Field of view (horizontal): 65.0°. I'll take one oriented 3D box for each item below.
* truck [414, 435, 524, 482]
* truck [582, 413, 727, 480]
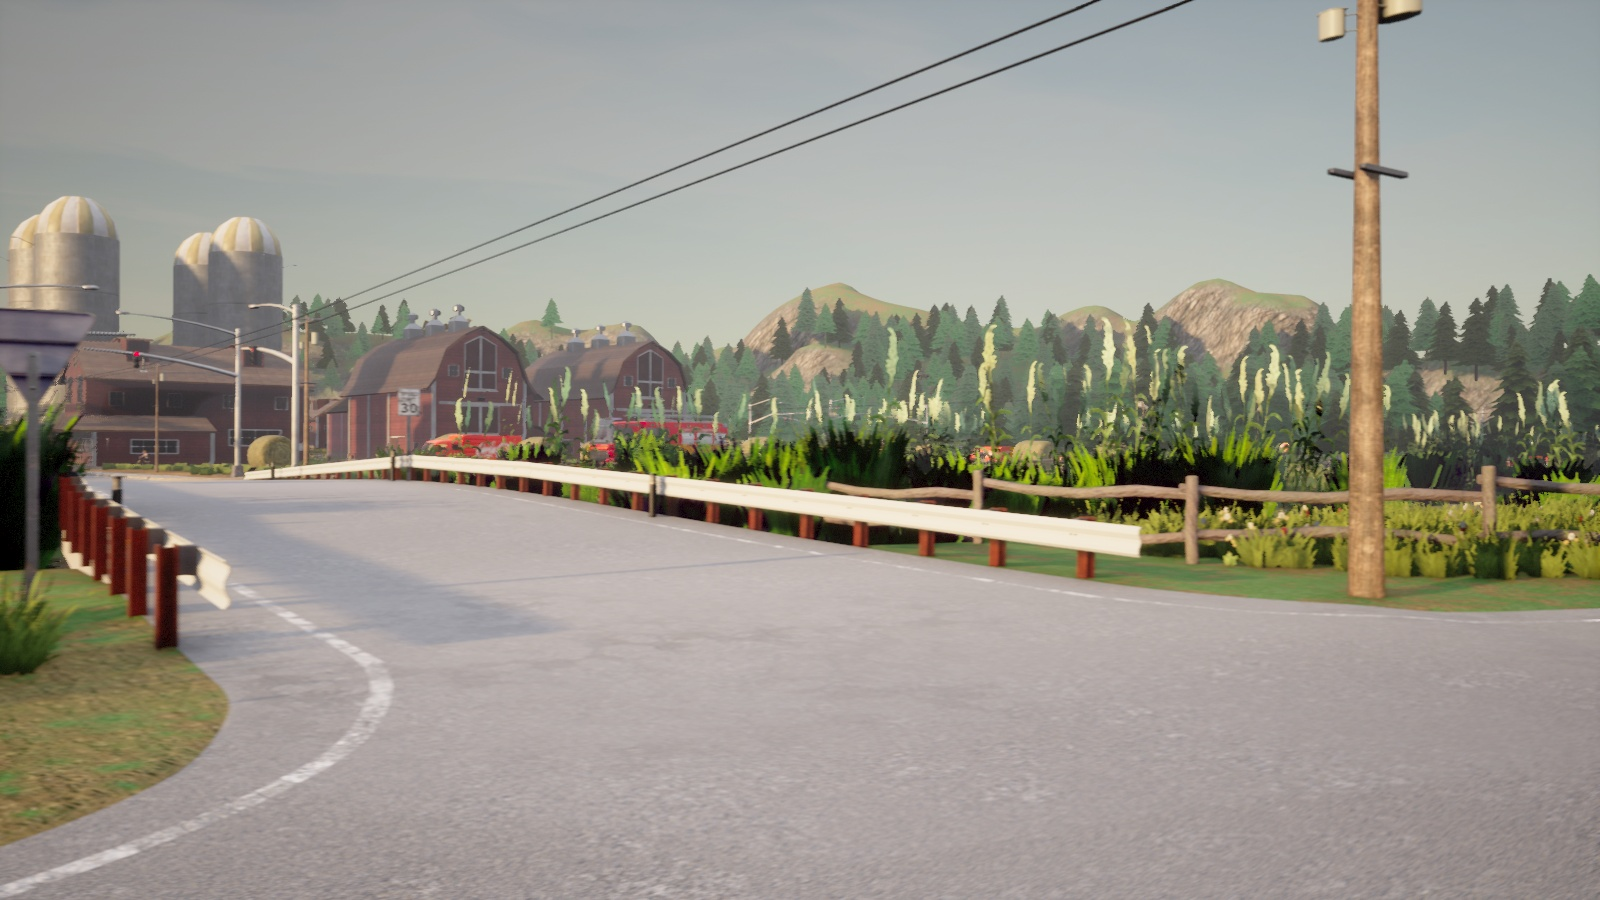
[{"bbox_3d":[-18.111,0.469,68.809,5.204,2.467,2.627,0,0,-38],"label":"truck"},{"bbox_3d":[-8.756,-0.191,76.200,8.468,3.827,2.891,0,0,-38],"label":"truck"}]
